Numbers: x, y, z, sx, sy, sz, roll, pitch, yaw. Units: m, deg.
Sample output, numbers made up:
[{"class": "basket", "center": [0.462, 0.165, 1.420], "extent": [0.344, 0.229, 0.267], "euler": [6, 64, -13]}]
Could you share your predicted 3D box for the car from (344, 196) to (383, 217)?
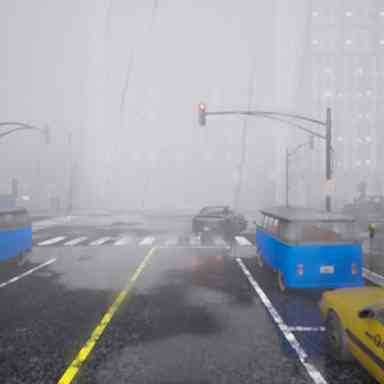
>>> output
[{"class": "car", "center": [15.263, 1.227, 27.785], "extent": [5.009, 1.841, 2.192], "euler": [0, 1, 0]}]

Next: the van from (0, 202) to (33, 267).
[{"class": "van", "center": [-5.696, 1.304, 8.502], "extent": [1.690, 1.788, 3.998], "euler": [-1, 0, 0]}]

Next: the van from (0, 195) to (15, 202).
[{"class": "van", "center": [-17.126, 1.087, 28.007], "extent": [3.998, 1.788, 1.690], "euler": [0, 1, 0]}]

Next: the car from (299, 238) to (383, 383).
[{"class": "car", "center": [2.682, 1.512, 3.035], "extent": [1.752, 1.417, 4.829], "euler": [-1, 0, 0]}]

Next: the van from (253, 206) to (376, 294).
[{"class": "van", "center": [2.685, 1.305, 8.466], "extent": [1.690, 1.788, 3.998], "euler": [-1, 0, 0]}]

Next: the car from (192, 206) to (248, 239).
[{"class": "car", "center": [1.555, 1.454, 17.297], "extent": [2.128, 1.511, 4.902], "euler": [0, 0, 21]}]
